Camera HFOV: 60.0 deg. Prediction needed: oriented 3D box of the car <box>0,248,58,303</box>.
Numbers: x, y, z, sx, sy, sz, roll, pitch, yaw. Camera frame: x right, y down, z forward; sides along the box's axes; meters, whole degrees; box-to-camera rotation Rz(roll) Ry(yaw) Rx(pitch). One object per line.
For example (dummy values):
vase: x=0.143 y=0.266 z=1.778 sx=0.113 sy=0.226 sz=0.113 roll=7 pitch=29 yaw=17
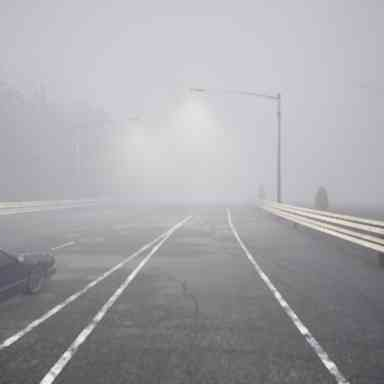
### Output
car: x=-4.420 y=1.538 z=5.686 sx=2.033 sy=1.411 sz=5.357 roll=0 pitch=0 yaw=6
